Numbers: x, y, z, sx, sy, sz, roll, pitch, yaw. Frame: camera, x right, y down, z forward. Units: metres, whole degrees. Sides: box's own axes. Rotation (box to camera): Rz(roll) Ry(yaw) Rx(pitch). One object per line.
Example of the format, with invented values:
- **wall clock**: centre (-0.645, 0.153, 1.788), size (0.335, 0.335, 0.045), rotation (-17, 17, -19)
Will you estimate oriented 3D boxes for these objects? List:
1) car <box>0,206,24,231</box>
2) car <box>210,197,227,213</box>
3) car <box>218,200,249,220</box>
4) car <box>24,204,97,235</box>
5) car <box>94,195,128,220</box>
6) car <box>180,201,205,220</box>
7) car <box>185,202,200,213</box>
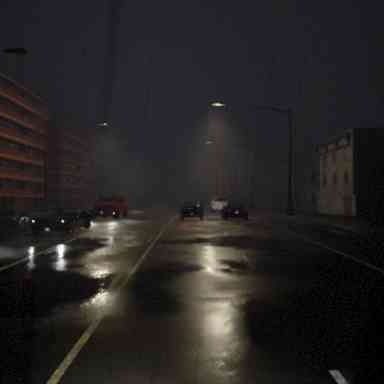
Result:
- **car**: centre (-10.511, 1.461, 17.424), size (2.033, 1.411, 5.357), rotation (0, 0, 0)
- **car**: centre (3.569, 1.724, 43.617), size (2.150, 2.045, 5.566), rotation (0, -3, 0)
- **car**: centre (3.526, 1.592, 28.051), size (1.994, 1.385, 4.181), rotation (0, -1, 0)
- **car**: centre (-7.001, 1.517, 18.324), size (1.895, 1.301, 4.718), rotation (0, 0, 0)
- **car**: centre (-7.007, 1.259, 28.597), size (2.150, 2.045, 5.566), rotation (0, -1, 0)
- **car**: centre (0.024, 1.514, 27.757), size (2.128, 1.511, 4.902), rotation (0, -1, 1)
- **car**: centre (0.074, 2.091, 44.124), size (1.994, 1.385, 4.181), rotation (0, -2, 0)
